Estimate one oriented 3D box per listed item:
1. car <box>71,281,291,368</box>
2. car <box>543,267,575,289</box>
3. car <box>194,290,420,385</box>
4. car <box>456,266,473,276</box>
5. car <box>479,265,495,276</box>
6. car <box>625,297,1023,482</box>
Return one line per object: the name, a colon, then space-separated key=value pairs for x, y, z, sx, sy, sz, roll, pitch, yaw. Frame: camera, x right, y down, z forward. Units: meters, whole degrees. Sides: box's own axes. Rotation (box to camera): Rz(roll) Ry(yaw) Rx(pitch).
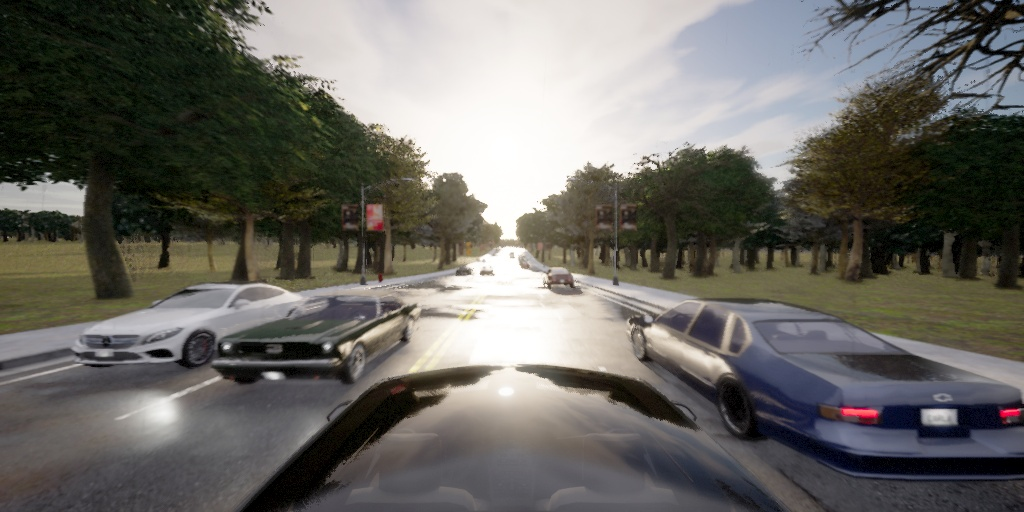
car: x=-6.603 y=1.335 z=8.136 sx=1.812 sy=1.442 sz=4.674 roll=0 pitch=-1 yaw=0
car: x=3.344 y=1.550 z=26.164 sx=1.812 sy=1.442 sz=4.674 roll=0 pitch=-1 yaw=0
car: x=-3.353 y=1.401 z=7.256 sx=1.895 sy=1.301 sz=4.718 roll=0 pitch=-1 yaw=0
car: x=-6.579 y=2.031 z=49.580 sx=1.895 sy=1.301 sz=4.718 roll=0 pitch=-1 yaw=0
car: x=-3.328 y=1.964 z=48.894 sx=2.033 sy=1.411 sz=5.357 roll=0 pitch=-1 yaw=0
car: x=3.348 y=1.329 z=5.321 sx=2.033 sy=1.411 sz=5.357 roll=0 pitch=-1 yaw=0
